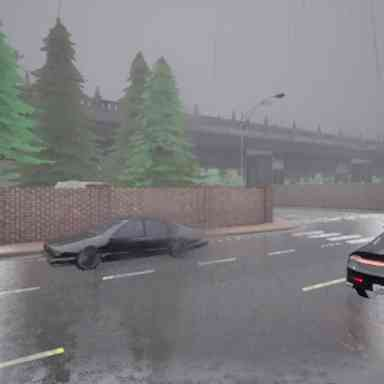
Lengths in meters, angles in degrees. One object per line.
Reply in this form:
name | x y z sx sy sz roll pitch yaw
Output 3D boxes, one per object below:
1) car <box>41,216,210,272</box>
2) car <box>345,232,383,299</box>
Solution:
car | -1.983 1.535 10.962 5.357 1.411 2.033 0 0 -33
car | 5.293 1.467 7.107 4.902 1.511 2.128 0 0 -34
